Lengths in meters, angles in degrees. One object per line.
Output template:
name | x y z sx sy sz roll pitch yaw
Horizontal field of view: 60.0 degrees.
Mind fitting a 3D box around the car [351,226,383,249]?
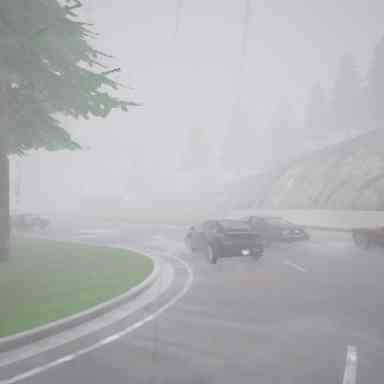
car | 8.429 1.767 13.042 1.895 1.301 4.718 -1 -1 -9

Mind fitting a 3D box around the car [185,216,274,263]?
car | 1.138 1.812 13.351 1.837 1.490 4.892 2 -2 -15

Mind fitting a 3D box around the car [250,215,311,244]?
car | 3.416 1.903 17.135 2.033 1.411 5.357 0 -2 -32

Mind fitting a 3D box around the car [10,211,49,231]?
car | -13.933 2.532 27.988 4.718 1.301 1.895 -2 -2 43
